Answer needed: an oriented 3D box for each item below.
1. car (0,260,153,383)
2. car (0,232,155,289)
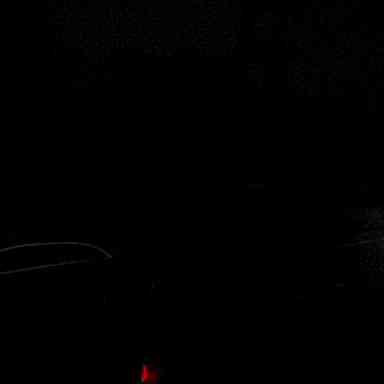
[{"bbox_3d":[-2.314,1.552,2.056,4.181,1.385,1.994,0,0,-35],"label":"car"},{"bbox_3d":[-3.001,1.475,5.546,4.902,1.511,2.128,0,0,-35],"label":"car"}]
